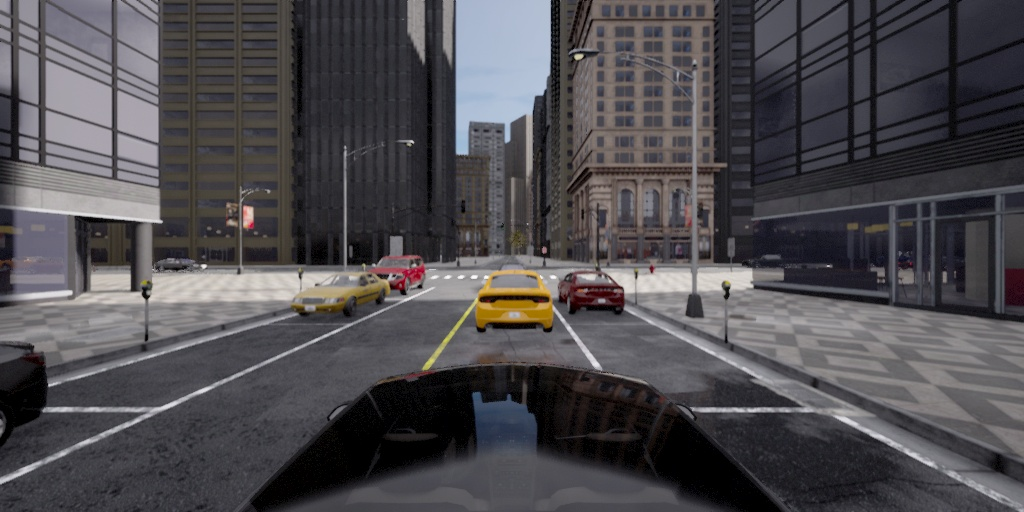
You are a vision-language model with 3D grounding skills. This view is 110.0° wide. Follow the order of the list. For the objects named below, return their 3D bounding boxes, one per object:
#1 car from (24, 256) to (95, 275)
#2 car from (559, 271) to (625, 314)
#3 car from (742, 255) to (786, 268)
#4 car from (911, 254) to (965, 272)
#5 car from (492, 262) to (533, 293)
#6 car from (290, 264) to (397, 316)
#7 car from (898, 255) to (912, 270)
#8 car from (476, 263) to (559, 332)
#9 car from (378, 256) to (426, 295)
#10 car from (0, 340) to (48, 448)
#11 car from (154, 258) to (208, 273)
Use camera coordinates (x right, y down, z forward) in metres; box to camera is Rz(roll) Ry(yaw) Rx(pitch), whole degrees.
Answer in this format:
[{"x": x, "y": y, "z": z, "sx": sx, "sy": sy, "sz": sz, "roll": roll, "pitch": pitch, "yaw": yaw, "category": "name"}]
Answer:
[{"x": -44.554, "y": 0.911, "z": 35.606, "sx": 4.553, "sy": 1.767, "sz": 2.097, "roll": 0, "pitch": 0, "yaw": 0, "category": "car"}, {"x": 2.682, "y": 1.183, "z": 12.952, "sx": 1.888, "sy": 1.381, "sz": 4.507, "roll": 0, "pitch": 0, "yaw": 0, "category": "car"}, {"x": 31.816, "y": 0.635, "z": 45.446, "sx": 4.553, "sy": 1.767, "sz": 2.097, "roll": 0, "pitch": 0, "yaw": 0, "category": "car"}, {"x": 43.494, "y": 0.768, "z": 35.557, "sx": 4.902, "sy": 1.511, "sz": 2.128, "roll": 0, "pitch": 0, "yaw": 0, "category": "car"}, {"x": 0.036, "y": 1.116, "z": 20.521, "sx": 2.033, "sy": 1.411, "sz": 5.357, "roll": 0, "pitch": 1, "yaw": 1, "category": "car"}, {"x": -5.843, "y": 1.164, "z": 12.797, "sx": 1.751, "sy": 1.417, "sz": 4.829, "roll": 0, "pitch": 0, "yaw": 0, "category": "car"}, {"x": 44.874, "y": 0.869, "z": 38.794, "sx": 4.718, "sy": 1.301, "sz": 1.895, "roll": 0, "pitch": 0, "yaw": 1, "category": "car"}, {"x": 0.078, "y": 1.139, "z": 10.485, "sx": 1.882, "sy": 1.535, "sz": 5.008, "roll": 0, "pitch": 1, "yaw": 1, "category": "car"}, {"x": -5.835, "y": 0.903, "z": 18.426, "sx": 2.192, "sy": 1.841, "sz": 5.009, "roll": 0, "pitch": 0, "yaw": 0, "category": "car"}, {"x": -5.859, "y": 1.313, "z": 2.050, "sx": 1.948, "sy": 1.339, "sz": 4.313, "roll": 0, "pitch": 0, "yaw": 0, "category": "car"}, {"x": -35.783, "y": 1.010, "z": 38.823, "sx": 4.902, "sy": 1.511, "sz": 2.128, "roll": 0, "pitch": 0, "yaw": 0, "category": "car"}]
